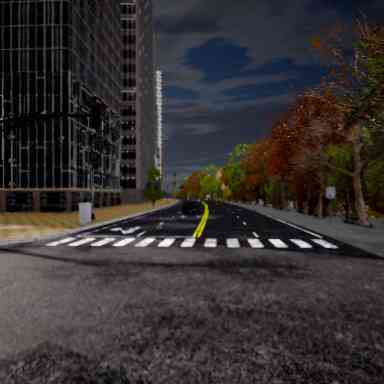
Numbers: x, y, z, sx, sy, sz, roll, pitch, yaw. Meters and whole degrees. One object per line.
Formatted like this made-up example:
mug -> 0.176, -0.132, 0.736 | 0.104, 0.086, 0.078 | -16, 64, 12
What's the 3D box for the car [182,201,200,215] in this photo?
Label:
car -> -0.062, 1.783, 37.444 | 1.882, 1.535, 5.008 | 0, 0, 3
